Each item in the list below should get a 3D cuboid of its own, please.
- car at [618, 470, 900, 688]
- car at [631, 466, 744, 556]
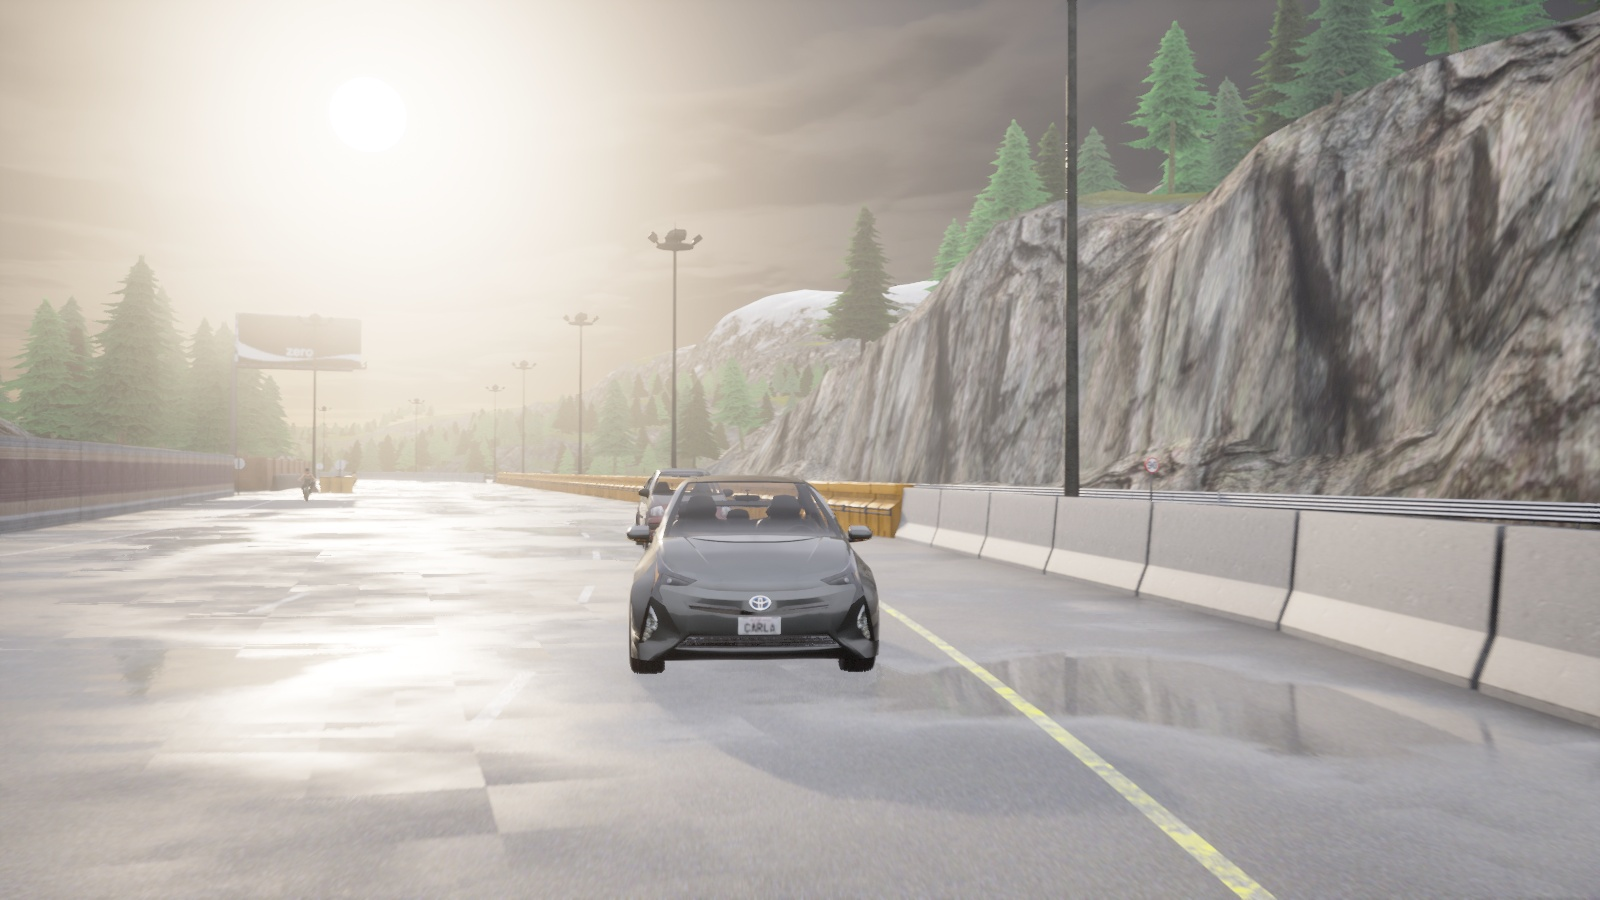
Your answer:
[{"bbox_3d":[-0.488,0.951,11.194,2.007,1.525,4.514,0,-1,-5],"label":"car"},{"bbox_3d":[-2.313,1.140,24.929,1.851,1.617,3.988,0,-1,-11],"label":"car"}]
